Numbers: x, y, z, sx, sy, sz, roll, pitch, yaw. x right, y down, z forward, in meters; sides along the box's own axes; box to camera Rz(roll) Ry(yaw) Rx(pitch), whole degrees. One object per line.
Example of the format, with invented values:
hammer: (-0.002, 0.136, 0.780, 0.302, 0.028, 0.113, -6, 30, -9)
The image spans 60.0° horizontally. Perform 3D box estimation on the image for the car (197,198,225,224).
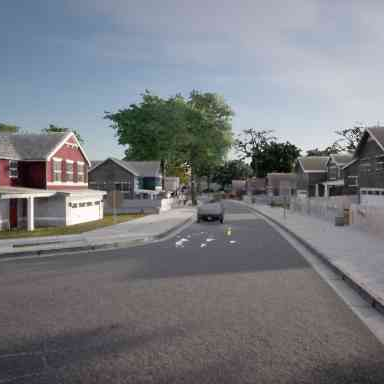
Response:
car: (1.479, 1.514, 25.068, 1.882, 1.535, 5.008, 0, 0, 7)

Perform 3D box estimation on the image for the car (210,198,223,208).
car: (3.711, 1.642, 50.488, 1.994, 1.385, 4.181, 0, 0, 4)
